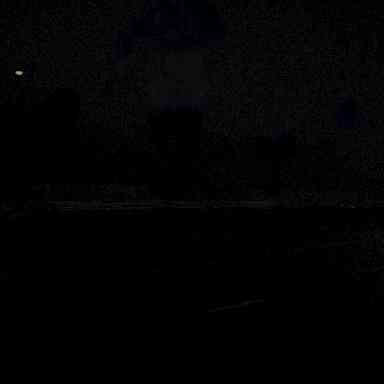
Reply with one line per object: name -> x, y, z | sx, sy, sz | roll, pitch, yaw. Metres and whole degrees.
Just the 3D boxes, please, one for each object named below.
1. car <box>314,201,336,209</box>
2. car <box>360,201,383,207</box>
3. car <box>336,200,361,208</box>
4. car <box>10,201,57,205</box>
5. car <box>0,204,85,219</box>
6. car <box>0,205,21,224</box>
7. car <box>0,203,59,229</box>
car -> 19.660, 2.062, 48.021 | 5.008, 1.535, 1.882 | 1, -1, -35
car -> 24.330, 2.145, 42.765 | 5.357, 1.411, 2.033 | 1, -1, -35
car -> 22.350, 1.951, 45.655 | 4.553, 1.767, 2.097 | 1, -1, -35
car -> -9.564, 1.370, 18.663 | 4.553, 1.767, 2.097 | 0, 0, -35
car -> -7.539, 1.523, 15.809 | 4.892, 1.490, 1.837 | 1, 0, -35
car -> -14.835, 1.610, 23.503 | 4.718, 1.301, 1.895 | 0, 0, -35
car -> -11.478, 1.510, 21.596 | 4.902, 1.511, 2.128 | 0, 0, -35
